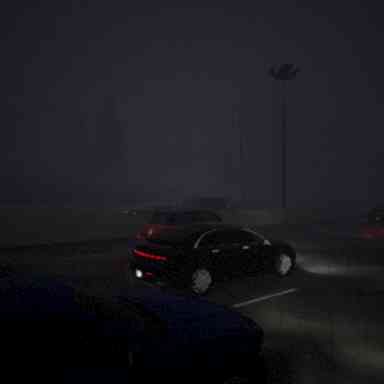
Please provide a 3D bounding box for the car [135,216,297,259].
[{"bbox_3d":[0.770,1.568,8.799,4.892,1.490,1.837,1,0,-37],"label":"car"}]

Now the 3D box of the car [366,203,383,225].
[{"bbox_3d":[15.079,1.728,25.487,4.902,1.511,2.128,1,0,-43],"label":"car"}]

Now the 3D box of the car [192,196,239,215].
[{"bbox_3d":[2.824,1.495,38.202,5.566,2.045,2.150,1,-1,-43],"label":"car"}]

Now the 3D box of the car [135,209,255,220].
[{"bbox_3d":[0.250,1.440,12.822,4.553,1.767,2.097,1,-1,-38],"label":"car"}]

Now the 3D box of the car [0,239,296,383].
[{"bbox_3d":[-1.498,1.490,2.766,5.008,1.535,1.882,1,0,-35],"label":"car"}]

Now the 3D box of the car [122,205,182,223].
[{"bbox_3d":[-3.303,1.778,28.087,4.718,1.301,1.895,1,0,-40],"label":"car"}]

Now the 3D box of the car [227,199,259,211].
[{"bbox_3d":[7.388,1.845,47.610,2.128,1.511,4.902,0,0,44],"label":"car"}]

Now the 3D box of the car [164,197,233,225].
[{"bbox_3d":[0.621,1.408,26.831,5.566,2.045,2.150,1,-1,-40],"label":"car"}]
